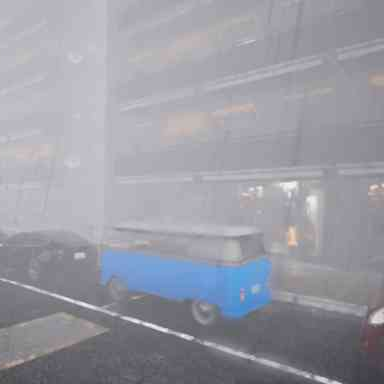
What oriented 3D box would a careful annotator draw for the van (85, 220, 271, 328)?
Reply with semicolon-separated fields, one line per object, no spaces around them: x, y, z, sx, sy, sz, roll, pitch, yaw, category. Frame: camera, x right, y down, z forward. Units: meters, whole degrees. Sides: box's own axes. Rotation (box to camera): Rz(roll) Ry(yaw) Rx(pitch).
-0.311;1.559;7.226;3.998;1.788;1.690;-1;-2;37;van

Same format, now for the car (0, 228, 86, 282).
-4.818;1.850;10.595;4.313;1.339;1.947;-1;-2;37;car

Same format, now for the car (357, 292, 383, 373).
4.194;1.591;3.846;4.097;1.590;1.967;-1;-2;37;car
